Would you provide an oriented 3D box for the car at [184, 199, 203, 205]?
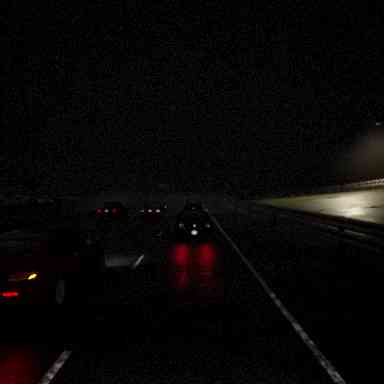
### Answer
[{"bbox_3d":[0.153,1.518,36.315,1.882,1.535,5.008,0,0,0],"label":"car"}]

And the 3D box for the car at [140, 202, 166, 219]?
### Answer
[{"bbox_3d":[-3.359,1.579,29.303,2.033,1.411,5.357,0,0,0],"label":"car"}]

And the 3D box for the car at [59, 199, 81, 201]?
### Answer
[{"bbox_3d":[-17.501,1.663,49.410,1.895,1.301,4.718,0,0,0],"label":"car"}]

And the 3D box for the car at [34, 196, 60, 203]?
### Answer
[{"bbox_3d":[-20.999,1.414,49.376,2.097,1.767,4.553,0,0,0],"label":"car"}]

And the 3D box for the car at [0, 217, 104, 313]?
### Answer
[{"bbox_3d":[-3.395,1.533,7.545,1.812,1.442,4.674,0,0,0],"label":"car"}]

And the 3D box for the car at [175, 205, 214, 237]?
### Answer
[{"bbox_3d":[0.123,1.620,17.999,1.895,1.301,4.718,0,0,0],"label":"car"}]

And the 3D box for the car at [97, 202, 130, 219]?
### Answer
[{"bbox_3d":[-6.858,1.579,29.314,2.033,1.411,5.357,0,0,0],"label":"car"}]

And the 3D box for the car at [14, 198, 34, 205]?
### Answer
[{"bbox_3d":[-24.496,1.587,49.238,1.812,1.442,4.674,0,0,0],"label":"car"}]
